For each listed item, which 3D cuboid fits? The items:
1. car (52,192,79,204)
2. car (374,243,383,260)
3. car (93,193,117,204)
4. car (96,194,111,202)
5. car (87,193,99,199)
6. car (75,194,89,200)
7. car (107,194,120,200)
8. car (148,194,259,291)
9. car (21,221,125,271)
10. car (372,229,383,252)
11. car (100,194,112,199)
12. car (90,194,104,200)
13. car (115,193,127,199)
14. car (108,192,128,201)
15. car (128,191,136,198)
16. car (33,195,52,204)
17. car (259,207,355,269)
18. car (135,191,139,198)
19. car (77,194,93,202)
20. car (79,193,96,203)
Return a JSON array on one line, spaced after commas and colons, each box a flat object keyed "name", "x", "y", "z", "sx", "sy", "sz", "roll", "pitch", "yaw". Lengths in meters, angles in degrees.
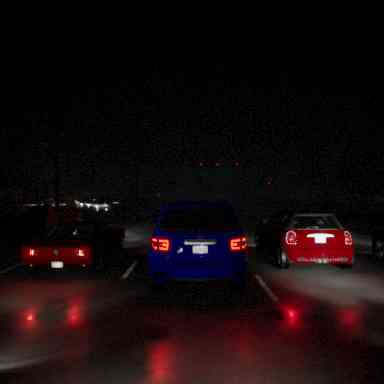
[{"name": "car", "x": -21.588, "y": 1.212, "z": 56.878, "sx": 1.882, "sy": 1.535, "sz": 5.008, "roll": 0, "pitch": 0, "yaw": 0}, {"name": "car", "x": 3.597, "y": 1.490, "z": 2.113, "sx": 2.128, "sy": 1.511, "sz": 4.902, "roll": 0, "pitch": 0, "yaw": 0}, {"name": "car", "x": -14.593, "y": 1.340, "z": 56.059, "sx": 1.895, "sy": 1.301, "sz": 4.718, "roll": 0, "pitch": 0, "yaw": 0}, {"name": "car", "x": -18.136, "y": 1.164, "z": 68.433, "sx": 1.837, "sy": 1.490, "sz": 4.892, "roll": 0, "pitch": 0, "yaw": -1}, {"name": "car", "x": -25.415, "y": 1.060, "z": 85.476, "sx": 1.837, "sy": 1.490, "sz": 4.892, "roll": 0, "pitch": 0, "yaw": -3}, {"name": "car", "x": -25.220, "y": 1.210, "z": 76.392, "sx": 1.895, "sy": 1.301, "sz": 4.718, "roll": 0, "pitch": 0, "yaw": -1}, {"name": "car", "x": -18.231, "y": 1.203, "z": 77.542, "sx": 1.895, "sy": 1.301, "sz": 4.718, "roll": 0, "pitch": 0, "yaw": -1}, {"name": "car", "x": 0.054, "y": 1.207, "z": 9.159, "sx": 2.150, "sy": 2.045, "sz": 5.566, "roll": 0, "pitch": 0, "yaw": -2}, {"name": "car", "x": -3.476, "y": 1.584, "z": 10.801, "sx": 1.895, "sy": 1.301, "sz": 4.718, "roll": 0, "pitch": 0, "yaw": 0}, {"name": "car", "x": 7.030, "y": 1.477, "z": 9.356, "sx": 2.128, "sy": 1.511, "sz": 4.902, "roll": 0, "pitch": 0, "yaw": 0}, {"name": "car", "x": -21.876, "y": 1.116, "z": 84.802, "sx": 1.994, "sy": 1.385, "sz": 4.181, "roll": 0, "pitch": 0, "yaw": -1}, {"name": "car", "x": -21.716, "y": 1.141, "z": 76.100, "sx": 1.812, "sy": 1.442, "sz": 4.674, "roll": 0, "pitch": 0, "yaw": -1}, {"name": "car", "x": -18.514, "y": 1.091, "z": 86.878, "sx": 2.033, "sy": 1.411, "sz": 5.357, "roll": 0, "pitch": 0, "yaw": -3}, {"name": "car", "x": -14.635, "y": 1.031, "z": 65.938, "sx": 2.097, "sy": 1.767, "sz": 4.553, "roll": 0, "pitch": 0, "yaw": 0}, {"name": "car", "x": -14.708, "y": 1.162, "z": 75.343, "sx": 2.033, "sy": 1.411, "sz": 5.357, "roll": 0, "pitch": 0, "yaw": -1}, {"name": "car", "x": -25.080, "y": 1.242, "z": 56.319, "sx": 1.837, "sy": 1.490, "sz": 4.892, "roll": 0, "pitch": 0, "yaw": 0}, {"name": "car", "x": 3.519, "y": 1.334, "z": 11.257, "sx": 2.097, "sy": 1.767, "sz": 4.553, "roll": 0, "pitch": 0, "yaw": 0}, {"name": "car", "x": -14.883, "y": 0.786, "z": 85.368, "sx": 2.150, "sy": 2.045, "sz": 5.566, "roll": 0, "pitch": 0, "yaw": -3}, {"name": "car", "x": -21.624, "y": 1.195, "z": 67.212, "sx": 1.812, "sy": 1.442, "sz": 4.674, "roll": 0, "pitch": 0, "yaw": -1}, {"name": "car", "x": -18.101, "y": 1.289, "z": 58.290, "sx": 1.994, "sy": 1.385, "sz": 4.181, "roll": 0, "pitch": 0, "yaw": 0}]
